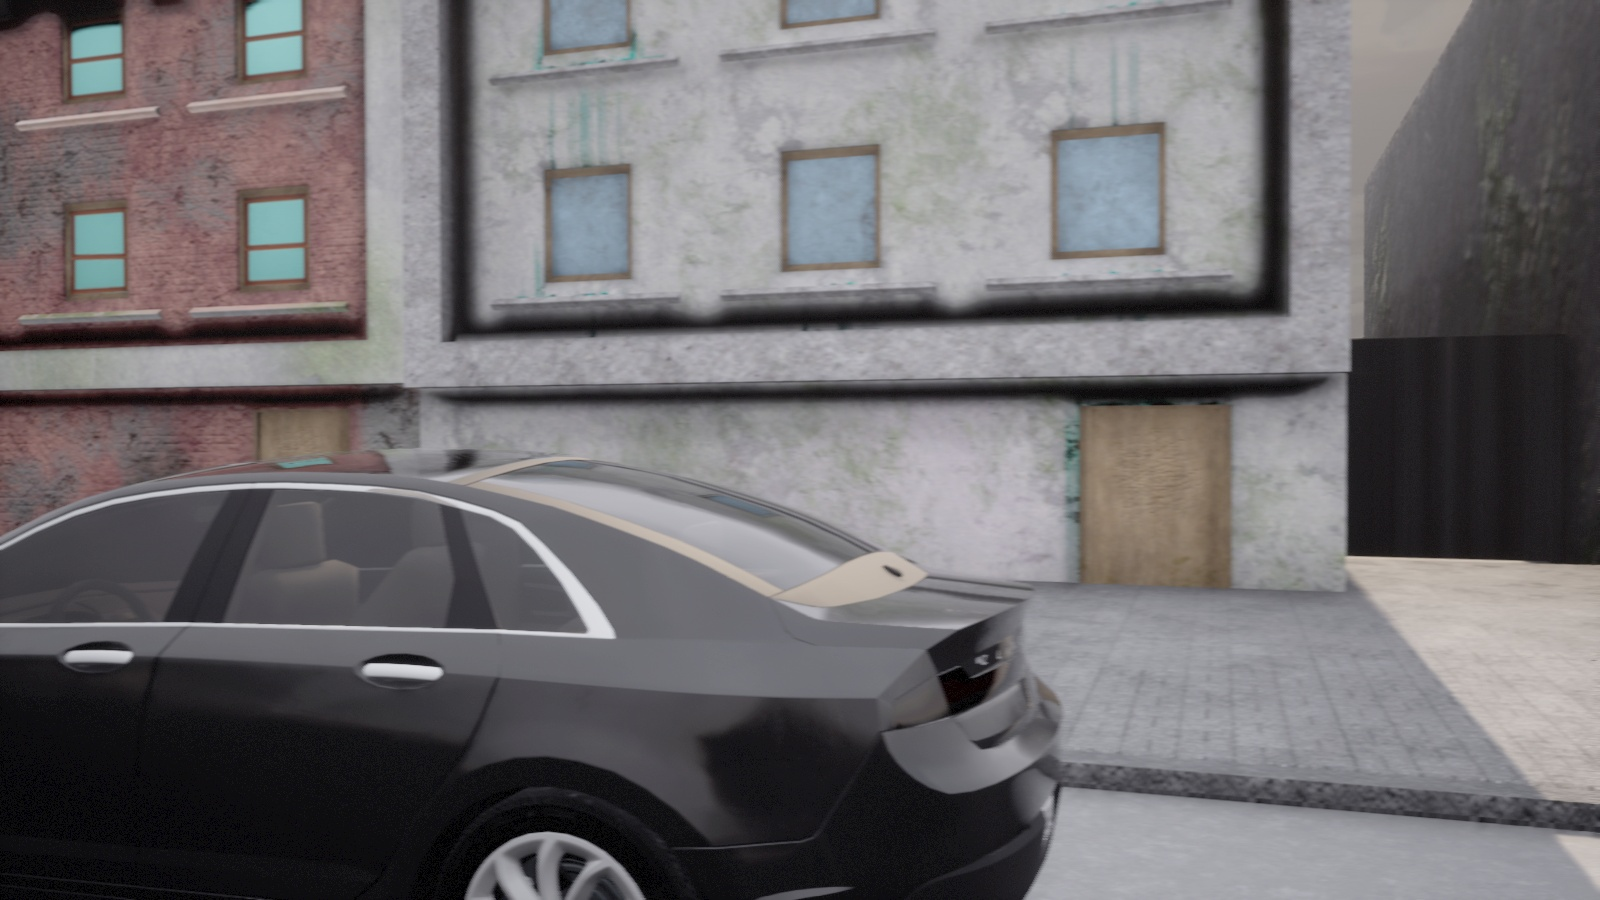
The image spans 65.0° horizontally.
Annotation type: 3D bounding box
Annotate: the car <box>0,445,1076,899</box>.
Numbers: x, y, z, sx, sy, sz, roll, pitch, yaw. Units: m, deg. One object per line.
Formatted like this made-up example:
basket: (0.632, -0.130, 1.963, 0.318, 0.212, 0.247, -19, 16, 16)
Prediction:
car: (-1.654, 0.757, 4.283, 4.892, 1.490, 1.837, 1, 1, 19)
